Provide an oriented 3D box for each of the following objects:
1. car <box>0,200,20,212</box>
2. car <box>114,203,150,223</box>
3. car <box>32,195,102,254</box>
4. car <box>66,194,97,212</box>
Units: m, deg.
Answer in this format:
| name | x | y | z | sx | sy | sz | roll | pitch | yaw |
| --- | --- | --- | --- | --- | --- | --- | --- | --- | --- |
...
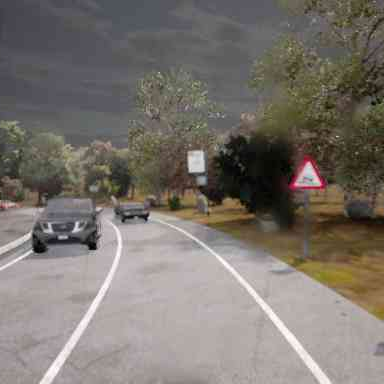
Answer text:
| name | x | y | z | sx | sy | sz | roll | pitch | yaw |
| --- | --- | --- | --- | --- | --- | --- | --- | --- | --- |
| car | -27.366 | 1.942 | 49.079 | 4.553 | 1.767 | 2.097 | -3 | 3 | 39 |
| car | -4.509 | 1.413 | 24.172 | 1.895 | 1.301 | 4.718 | -2 | 1 | -21 |
| car | -4.954 | 1.169 | 13.869 | 2.150 | 2.045 | 5.566 | -1 | 0 | -13 |
| car | -13.206 | 1.258 | 39.532 | 2.097 | 1.767 | 4.553 | -4 | 2 | -36 |
